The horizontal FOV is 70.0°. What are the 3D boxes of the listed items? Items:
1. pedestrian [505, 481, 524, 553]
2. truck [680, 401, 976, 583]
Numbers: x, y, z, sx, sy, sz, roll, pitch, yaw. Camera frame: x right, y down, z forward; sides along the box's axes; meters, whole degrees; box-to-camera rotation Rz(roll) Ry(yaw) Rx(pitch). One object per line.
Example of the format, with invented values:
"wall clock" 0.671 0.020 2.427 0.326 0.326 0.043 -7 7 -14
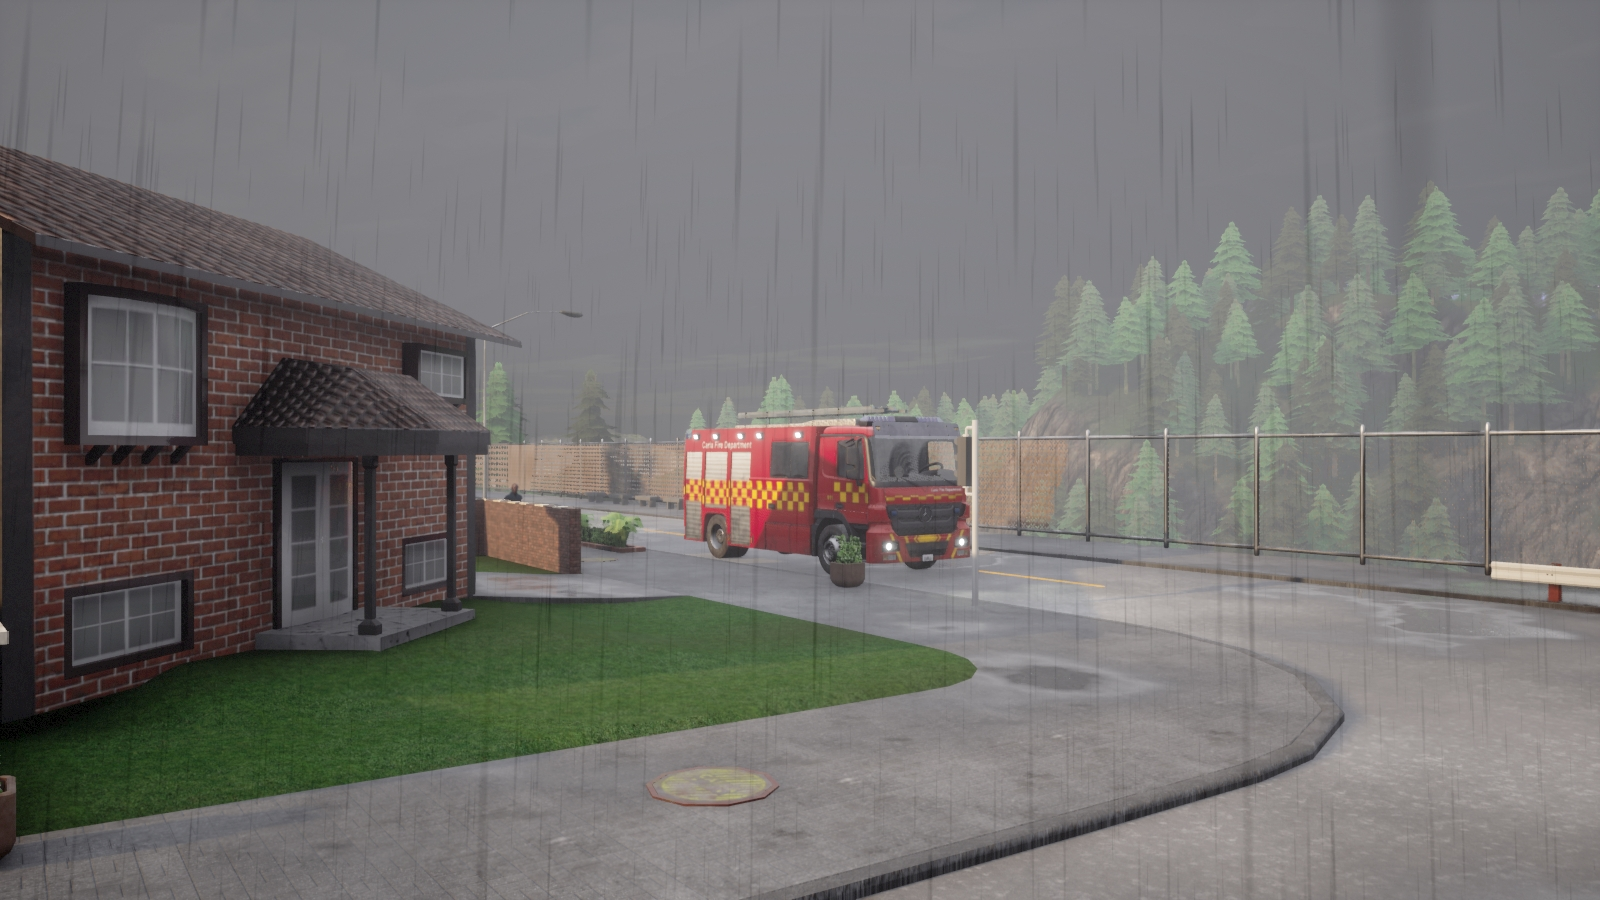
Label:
"pedestrian" -7.503 1.745 30.038 0.375 1.860 0.375 0 0 -38
"truck" 0.353 0.890 28.322 2.891 3.827 8.468 0 0 -35
